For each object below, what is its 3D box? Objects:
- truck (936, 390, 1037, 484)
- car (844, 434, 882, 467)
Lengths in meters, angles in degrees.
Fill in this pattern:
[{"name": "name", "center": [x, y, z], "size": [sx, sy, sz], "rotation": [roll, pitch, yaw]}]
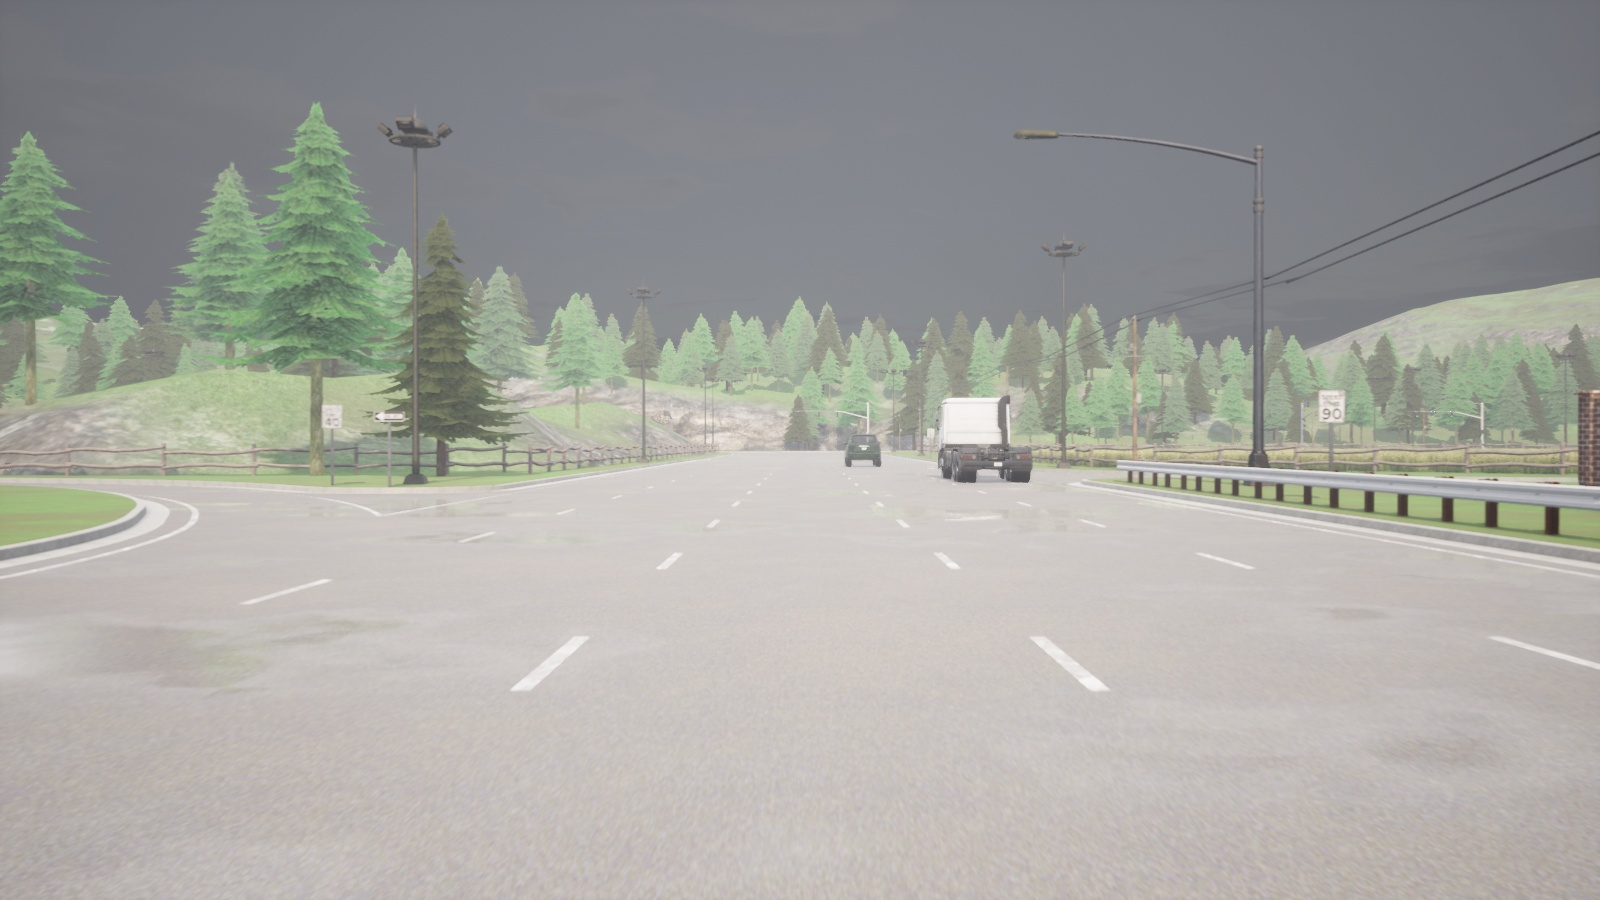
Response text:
[{"name": "truck", "center": [7.300, -0.512, 50.139], "size": [2.891, 3.462, 7.936], "rotation": [0, 0, 0]}, {"name": "car", "center": [3.968, 0.016, 80.037], "size": [2.150, 2.045, 5.566], "rotation": [0, 0, 0]}]
